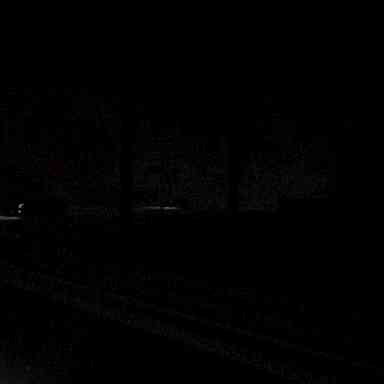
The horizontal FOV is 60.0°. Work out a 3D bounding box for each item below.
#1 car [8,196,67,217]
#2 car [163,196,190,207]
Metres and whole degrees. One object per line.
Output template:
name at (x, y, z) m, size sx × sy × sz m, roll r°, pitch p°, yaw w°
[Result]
car at (-13.137, 1.090, 28.383) m, size 2.097 × 1.767 × 4.553 m, roll 1°, pitch 0°, yaw 34°
car at (-2.035, 1.255, 44.772) m, size 1.812 × 1.442 × 4.674 m, roll 1°, pitch 0°, yaw 34°
